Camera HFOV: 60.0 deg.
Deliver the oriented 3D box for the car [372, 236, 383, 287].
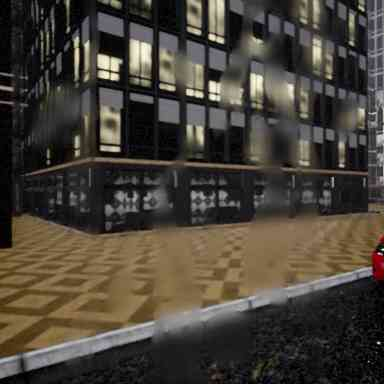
[{"bbox_3d":[6.680,1.276,8.138,5.566,2.045,2.150,0,0,-35],"label":"car"}]
